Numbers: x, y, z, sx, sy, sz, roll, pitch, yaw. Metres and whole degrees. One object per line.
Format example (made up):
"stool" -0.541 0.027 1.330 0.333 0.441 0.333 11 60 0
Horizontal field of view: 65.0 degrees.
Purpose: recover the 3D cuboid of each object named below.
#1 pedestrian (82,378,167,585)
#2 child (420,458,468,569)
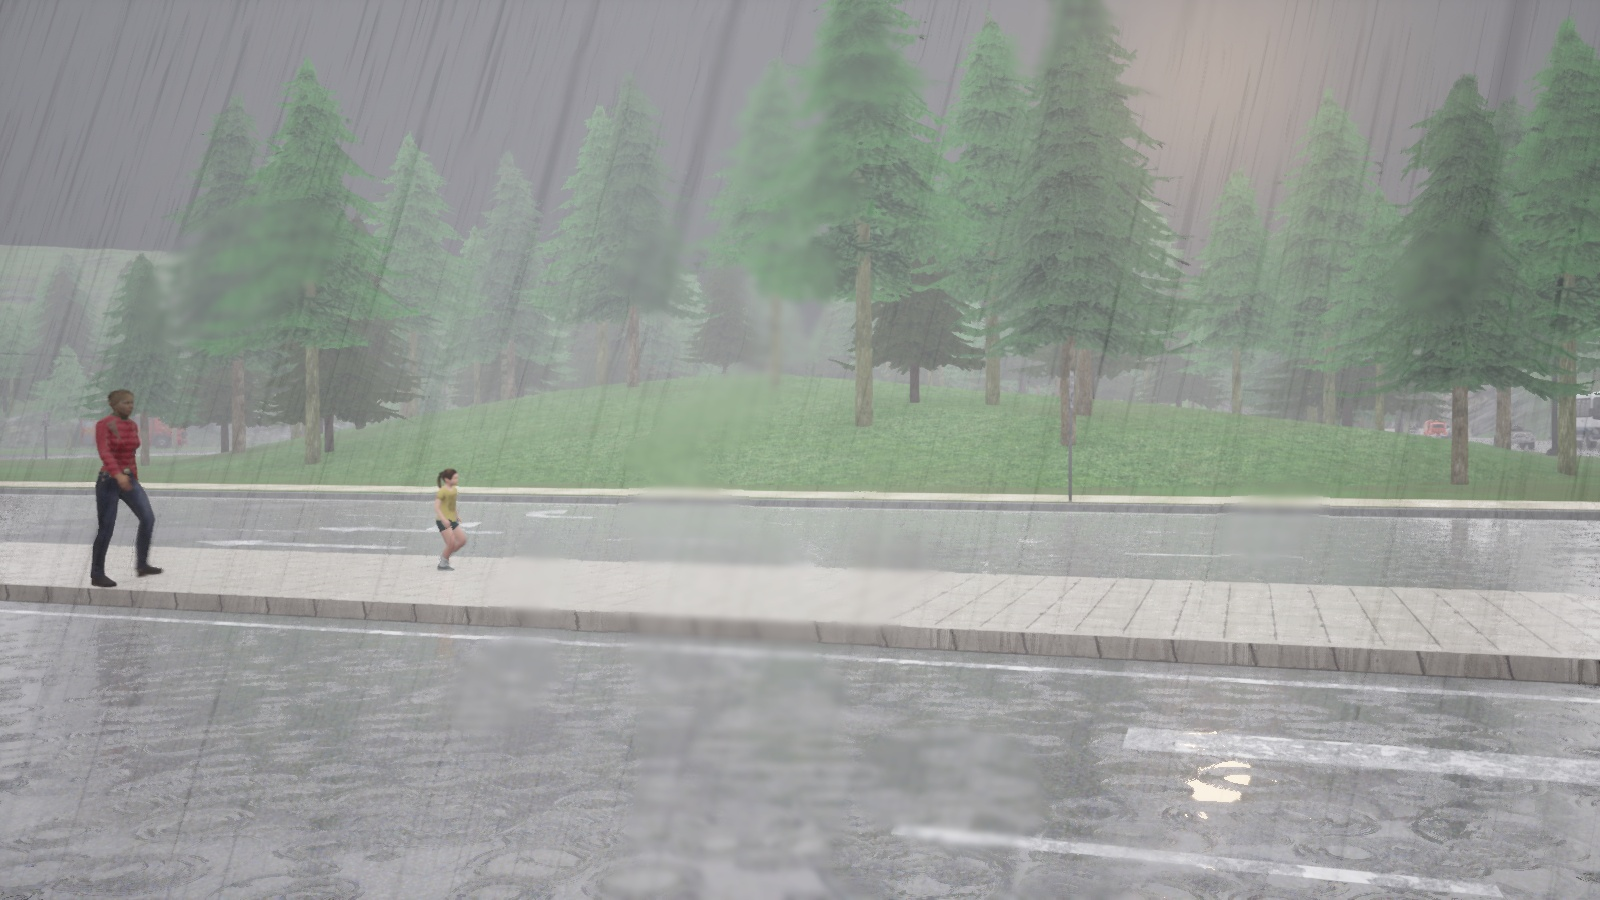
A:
"pedestrian" -6.143 0.277 11.422 0.636 1.846 0.331 1 1 20
"child" -3.631 0.645 12.825 0.394 1.110 0.255 0 1 14
